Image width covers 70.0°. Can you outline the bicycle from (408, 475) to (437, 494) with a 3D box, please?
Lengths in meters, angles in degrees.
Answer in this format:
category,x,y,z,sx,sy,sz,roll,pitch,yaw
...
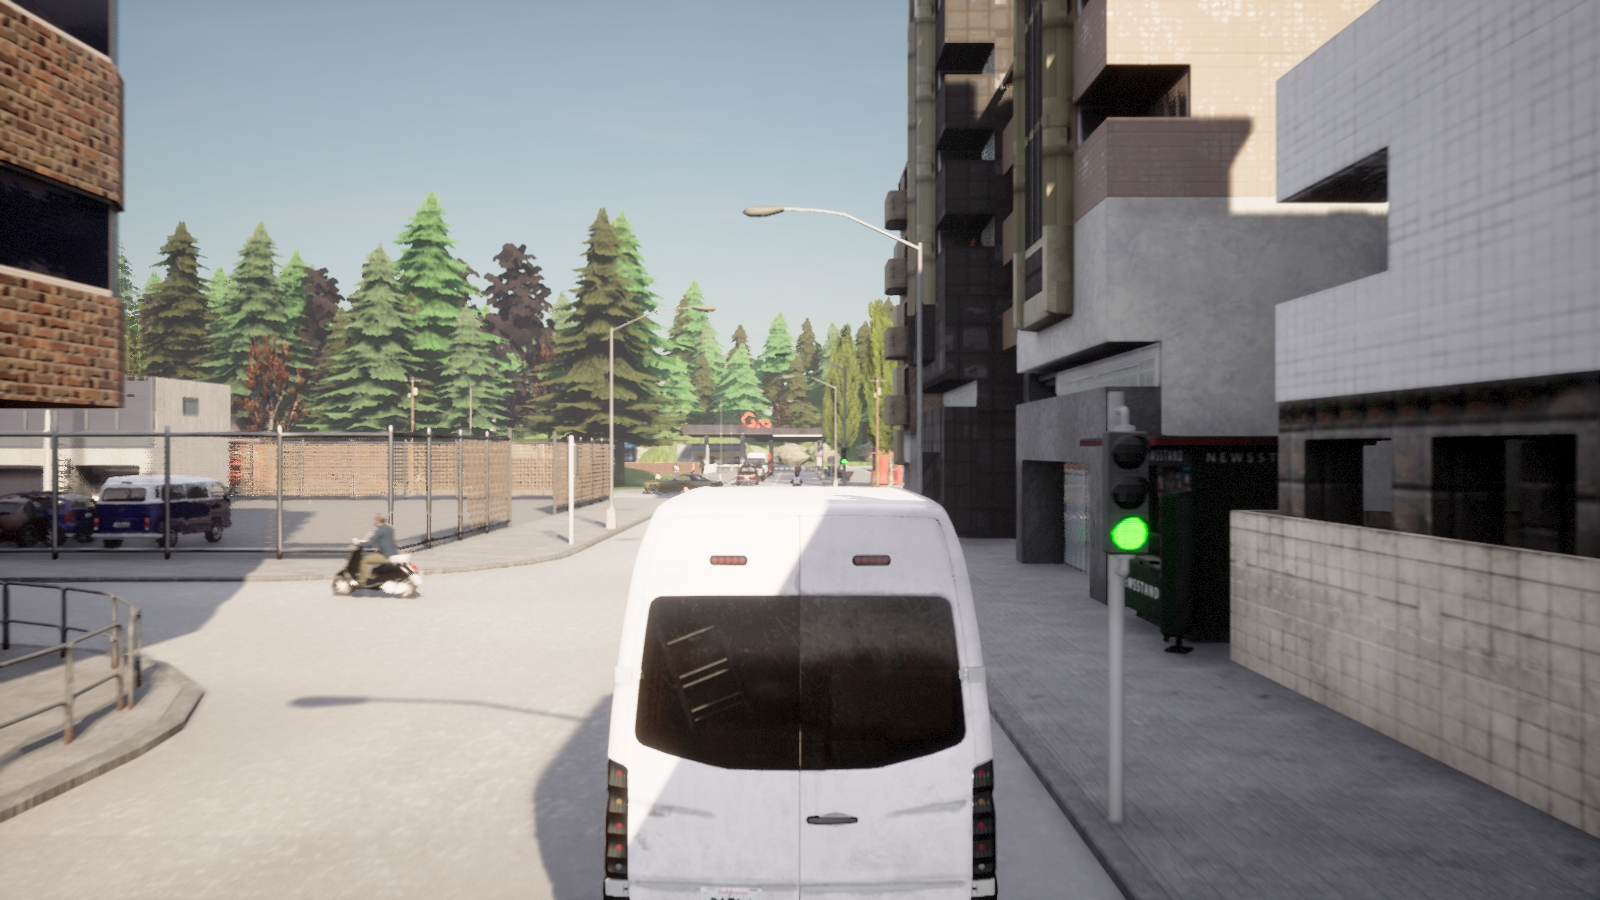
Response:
category,x,y,z,sx,sy,sz,roll,pitch,yaw
bicycle,-22.283,2.037,67.455,1.487,1.080,0.859,0,0,0

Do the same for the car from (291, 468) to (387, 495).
category,x,y,z,sx,sy,sz,roll,pitch,yaw
car,-27.168,1.843,67.447,4.792,1.488,2.163,0,0,0

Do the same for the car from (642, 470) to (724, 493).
category,x,y,z,sx,sy,sz,roll,pitch,yaw
car,-7.264,1.935,71.016,4.718,1.301,1.895,0,0,18

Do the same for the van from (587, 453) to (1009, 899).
category,x,y,z,sx,sy,sz,roll,pitch,yaw
van,-0.014,1.314,8.335,1.988,2.561,5.915,0,0,0
